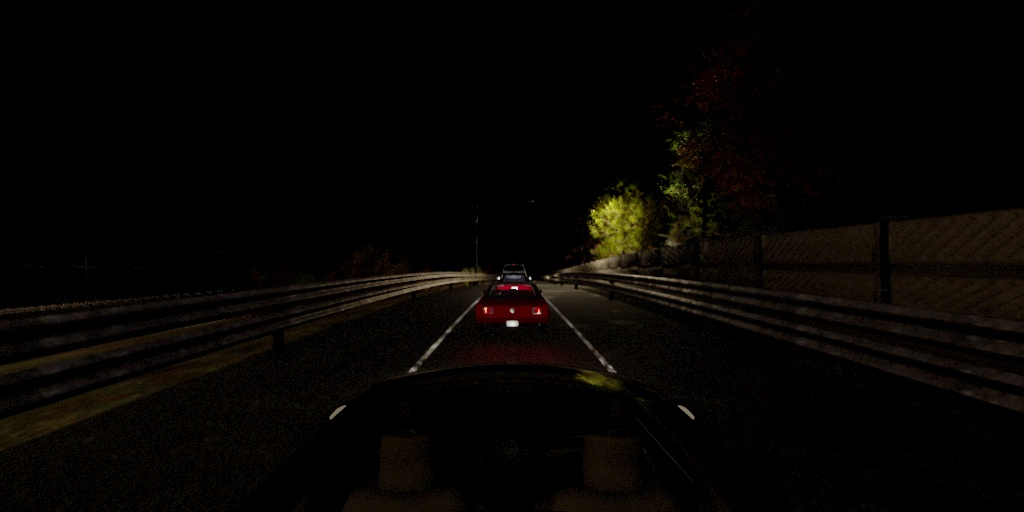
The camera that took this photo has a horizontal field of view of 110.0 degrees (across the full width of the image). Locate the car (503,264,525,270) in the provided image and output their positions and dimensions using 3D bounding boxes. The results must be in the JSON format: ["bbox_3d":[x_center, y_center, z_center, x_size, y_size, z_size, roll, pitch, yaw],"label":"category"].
[{"bbox_3d":[0.212,1.767,31.094,2.150,2.045,5.566,0,-3,1],"label":"car"}]

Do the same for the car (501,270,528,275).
[{"bbox_3d":[0.138,1.604,19.446,1.994,1.385,4.181,0,-2,0],"label":"car"}]

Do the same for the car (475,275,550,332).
[{"bbox_3d":[0.014,1.434,11.140,1.895,1.301,4.718,0,-1,0],"label":"car"}]
